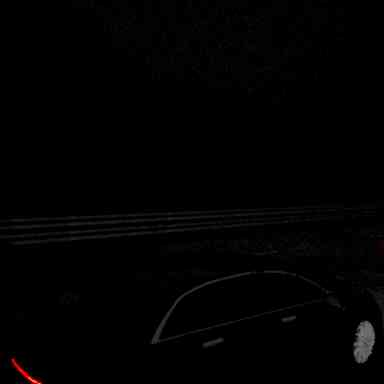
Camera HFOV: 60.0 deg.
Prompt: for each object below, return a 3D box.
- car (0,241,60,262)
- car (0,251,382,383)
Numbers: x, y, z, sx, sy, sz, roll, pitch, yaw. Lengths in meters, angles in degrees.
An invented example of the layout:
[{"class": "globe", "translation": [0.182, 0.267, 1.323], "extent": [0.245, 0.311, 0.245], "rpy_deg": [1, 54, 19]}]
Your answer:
[{"class": "car", "translation": [-3.471, 1.526, 5.570], "extent": [4.674, 1.442, 1.812], "rpy_deg": [0, 0, -36]}, {"class": "car", "translation": [0.437, 1.506, 4.059], "extent": [4.892, 1.490, 1.837], "rpy_deg": [0, 0, -36]}]
